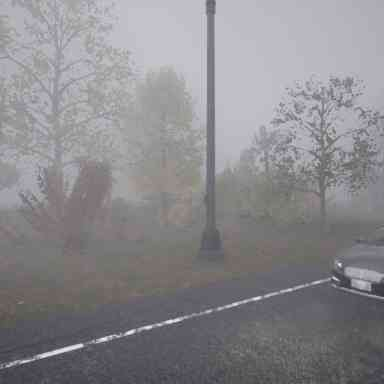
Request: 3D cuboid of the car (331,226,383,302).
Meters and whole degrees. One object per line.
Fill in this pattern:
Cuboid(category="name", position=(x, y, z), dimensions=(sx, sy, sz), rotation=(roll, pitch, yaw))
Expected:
Cuboid(category="car", position=(5.188, 1.489, 7.720), dimensions=(4.902, 1.511, 2.128), rotation=(0, 0, -36))
